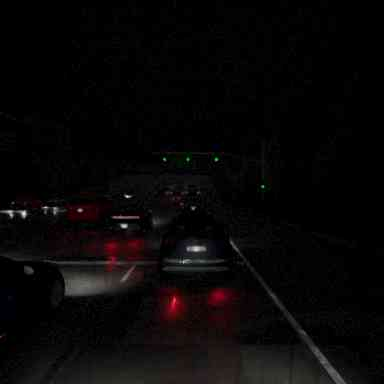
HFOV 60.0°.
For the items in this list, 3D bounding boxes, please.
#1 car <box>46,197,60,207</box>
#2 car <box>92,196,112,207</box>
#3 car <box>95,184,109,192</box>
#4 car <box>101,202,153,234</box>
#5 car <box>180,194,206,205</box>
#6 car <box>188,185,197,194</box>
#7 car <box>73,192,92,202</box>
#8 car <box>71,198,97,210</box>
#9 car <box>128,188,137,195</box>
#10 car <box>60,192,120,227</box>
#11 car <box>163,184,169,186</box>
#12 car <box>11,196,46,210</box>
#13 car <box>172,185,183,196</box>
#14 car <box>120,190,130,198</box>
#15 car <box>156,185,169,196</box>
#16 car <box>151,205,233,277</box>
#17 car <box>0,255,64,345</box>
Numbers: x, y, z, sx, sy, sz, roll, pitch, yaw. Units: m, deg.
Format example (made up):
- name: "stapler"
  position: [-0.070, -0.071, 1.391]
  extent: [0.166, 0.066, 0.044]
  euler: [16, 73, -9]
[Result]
- name: "car"
  position: [-21.039, 1.490, 51.520]
  extent: [1.812, 1.442, 4.674]
  euler: [0, 1, 0]
- name: "car"
  position: [-14.043, 1.476, 52.282]
  extent: [1.812, 1.442, 4.674]
  euler: [0, 1, 0]
- name: "car"
  position: [-20.895, -0.745, 77.507]
  extent: [2.150, 2.045, 5.566]
  euler: [0, 7, 0]
- name: "car"
  position: [-3.400, 1.490, 19.134]
  extent: [2.128, 1.511, 4.902]
  euler: [0, 0, 0]
- name: "car"
  position: [0.101, 1.349, 28.707]
  extent: [2.097, 1.767, 4.553]
  euler: [0, 0, 0]
- name: "car"
  position: [0.093, -0.044, 75.272]
  extent: [1.994, 1.385, 4.181]
  euler: [0, 7, 0]
- name: "car"
  position: [-20.971, 0.937, 63.894]
  extent: [1.882, 1.535, 5.008]
  euler: [0, 4, 0]
- name: "car"
  position: [-14.085, 1.516, 43.652]
  extent: [1.812, 1.442, 4.674]
  euler: [0, 0, 0]
- name: "car"
  position: [-13.899, -0.203, 76.697]
  extent: [1.895, 1.301, 4.718]
  euler: [0, 7, 0]
- name: "car"
  position: [-6.899, 1.220, 23.182]
  extent: [2.150, 2.045, 5.566]
  euler: [0, 0, 0]
- name: "car"
  position: [-6.853, -1.303, 84.948]
  extent: [1.895, 1.301, 4.718]
  euler: [0, 7, 0]
- name: "car"
  position: [-21.141, 1.347, 42.635]
  extent: [2.097, 1.767, 4.553]
  euler: [0, 0, 2]
- name: "car"
  position: [-3.409, -0.029, 74.873]
  extent: [1.812, 1.442, 4.674]
  euler: [0, 7, 0]
- name: "car"
  position: [-13.969, 0.988, 64.144]
  extent: [2.033, 1.411, 5.357]
  euler: [0, 4, 0]
- name: "car"
  position: [-6.911, 0.028, 74.482]
  extent: [2.033, 1.411, 5.357]
  euler: [0, 7, 0]
- name: "car"
  position: [0.102, 1.430, 10.248]
  extent: [2.033, 1.649, 4.856]
  euler: [0, 0, 0]
- name: "car"
  position: [-3.400, 1.525, 4.576]
  extent: [1.812, 1.442, 4.674]
  euler: [0, 0, 0]
